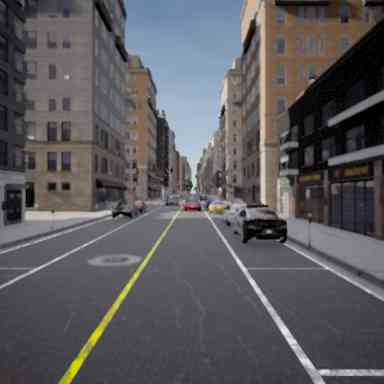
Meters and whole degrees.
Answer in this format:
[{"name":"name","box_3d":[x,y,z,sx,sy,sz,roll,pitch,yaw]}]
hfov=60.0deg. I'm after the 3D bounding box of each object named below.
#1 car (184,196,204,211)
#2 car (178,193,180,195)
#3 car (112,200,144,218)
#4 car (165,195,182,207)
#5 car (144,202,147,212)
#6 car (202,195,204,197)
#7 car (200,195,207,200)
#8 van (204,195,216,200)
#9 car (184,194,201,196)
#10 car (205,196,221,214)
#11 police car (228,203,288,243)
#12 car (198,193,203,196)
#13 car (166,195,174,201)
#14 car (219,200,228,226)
[{"name":"car","box_3d":[0.073,1.540,39.919,1.994,1.385,4.181,0,0,0]},{"name":"car","box_3d":[-5.375,1.481,95.493,2.008,1.369,4.403,1,0,1]},{"name":"car","box_3d":[-5.844,1.549,29.650,1.947,1.339,4.313,1,0,0]},{"name":"car","box_3d":[-3.025,1.532,50.928,1.994,1.385,4.181,0,0,1]},{"name":"car","box_3d":[-5.843,1.524,35.322,1.887,1.381,4.507,1,0,0]},{"name":"car","box_3d":[2.685,1.496,46.835,1.752,1.417,4.829,1,0,0]},{"name":"car","box_3d":[3.078,1.479,89.859,1.887,1.381,4.507,1,0,1]},{"name":"van","box_3d":[2.686,1.316,40.991,1.690,1.788,3.998,1,0,0]},{"name":"car","box_3d":[0.038,1.494,50.948,1.812,1.442,4.674,0,0,0]},{"name":"car","box_3d":[2.683,1.504,35.488,1.752,1.417,4.829,1,0,0]},{"name":"police car","box_3d":[3.137,1.416,16.171,1.930,1.638,5.238,0,0,0]},{"name":"car","box_3d":[3.006,1.506,84.328,1.947,1.339,4.313,1,0,1]},{"name":"car","box_3d":[-5.519,1.523,84.435,1.802,1.307,4.206,1,0,1]},{"name":"car","box_3d":[3.154,1.513,23.062,1.812,1.442,4.674,0,0,0]}]
